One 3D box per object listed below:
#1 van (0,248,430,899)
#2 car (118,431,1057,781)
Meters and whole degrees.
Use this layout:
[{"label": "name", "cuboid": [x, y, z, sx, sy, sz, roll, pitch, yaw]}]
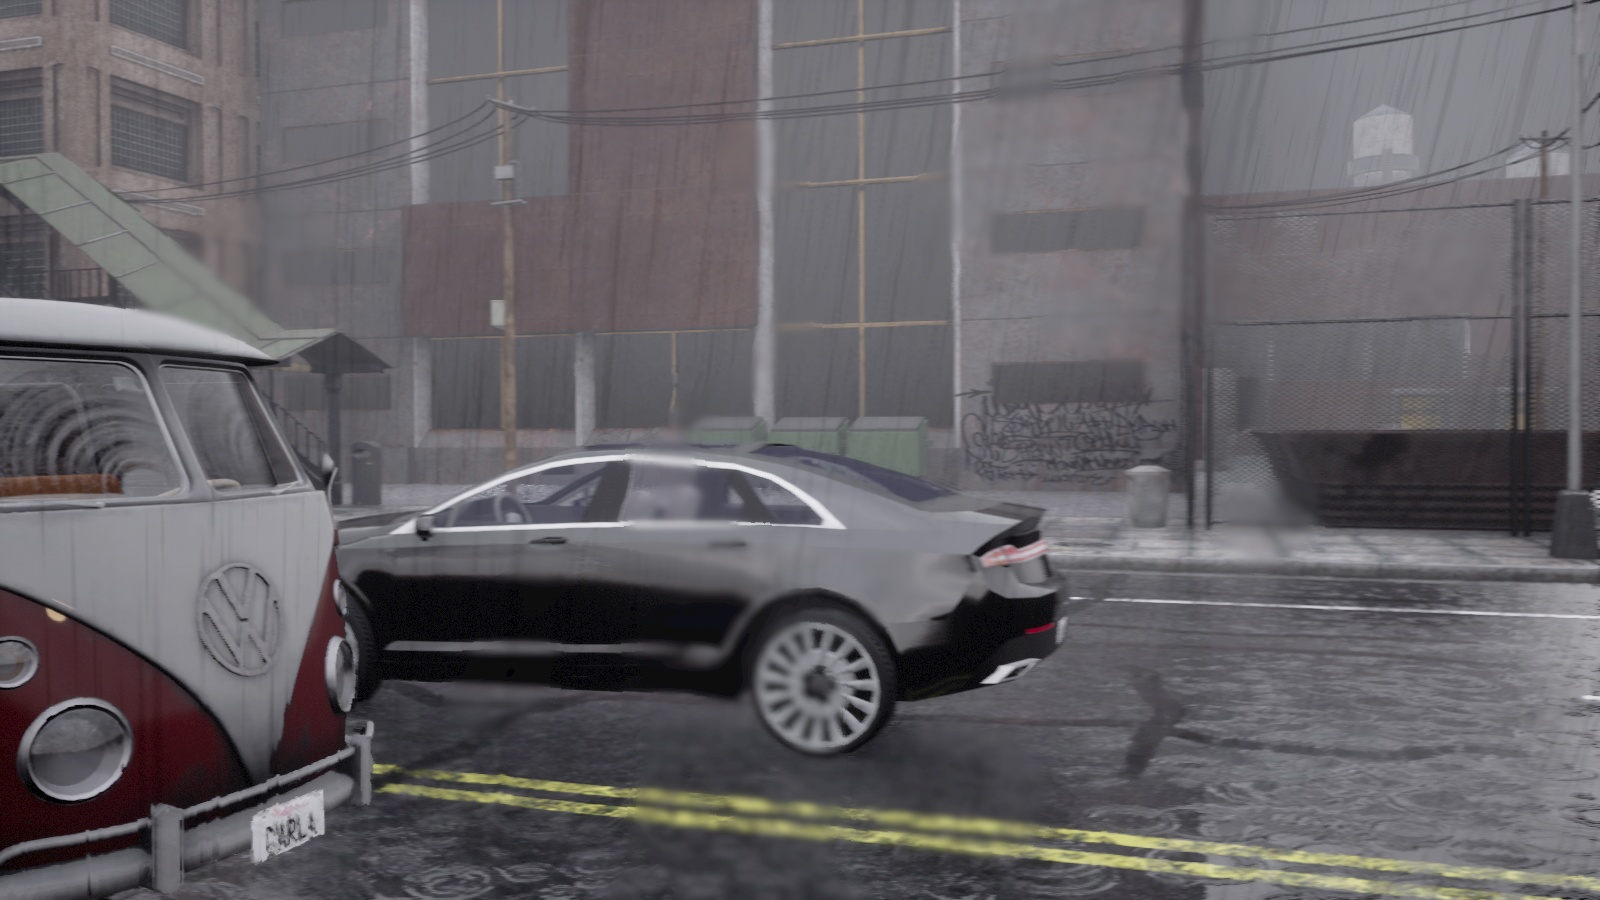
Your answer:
[{"label": "van", "cuboid": [-3.732, 0.492, 4.400, 4.442, 1.987, 1.775, 1, 1, 18]}, {"label": "car", "cuboid": [-1.130, 0.656, 7.240, 4.902, 1.511, 2.128, 1, 1, 18]}]
